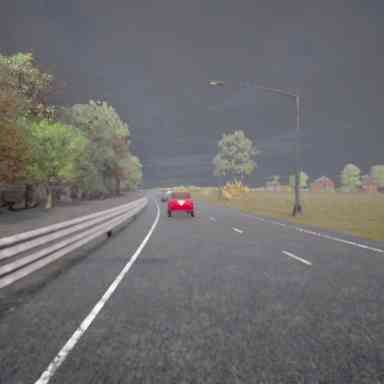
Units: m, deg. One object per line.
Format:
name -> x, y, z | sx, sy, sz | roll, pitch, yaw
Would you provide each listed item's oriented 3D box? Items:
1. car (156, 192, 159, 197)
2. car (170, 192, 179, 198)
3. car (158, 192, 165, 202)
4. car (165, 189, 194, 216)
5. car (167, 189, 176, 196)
car -> -8.596, 0.746, 89.337 | 1.895, 1.301, 4.718 | 0, 1, -7
car -> -4.531, 0.772, 85.250 | 1.895, 1.301, 4.718 | 0, 1, -7
car -> -4.399, 1.030, 58.016 | 1.994, 1.385, 4.181 | 0, 1, -7
car -> -1.058, 0.966, 28.909 | 2.150, 2.045, 5.566 | 0, 0, -5
car -> -5.831, 0.141, 95.166 | 2.150, 2.045, 5.566 | 0, 1, -7
